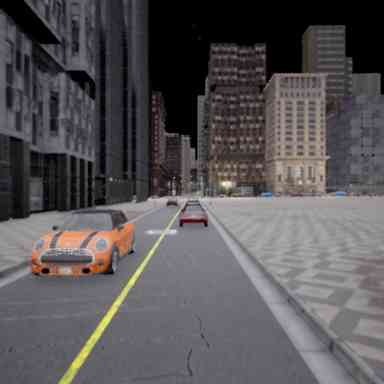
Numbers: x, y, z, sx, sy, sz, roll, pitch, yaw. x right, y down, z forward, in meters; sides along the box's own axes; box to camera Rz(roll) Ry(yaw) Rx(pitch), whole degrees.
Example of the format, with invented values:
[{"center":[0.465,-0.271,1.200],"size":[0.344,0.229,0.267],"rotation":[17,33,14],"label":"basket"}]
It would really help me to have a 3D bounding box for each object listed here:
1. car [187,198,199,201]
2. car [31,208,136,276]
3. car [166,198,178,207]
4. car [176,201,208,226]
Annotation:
[{"center":[0.098,1.524,43.550],"size":[2.128,1.511,4.902],"rotation":[0,0,0],"label":"car"},{"center":[-3.099,1.351,10.395],"size":[2.097,1.767,4.553],"rotation":[0,0,0],"label":"car"},{"center":[-3.053,1.651,52.010],"size":[1.895,1.301,4.718],"rotation":[0,0,1],"label":"car"},{"center":[0.100,1.569,23.702],"size":[1.994,1.385,4.181],"rotation":[0,0,0],"label":"car"}]
